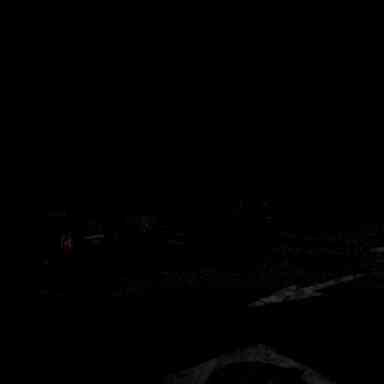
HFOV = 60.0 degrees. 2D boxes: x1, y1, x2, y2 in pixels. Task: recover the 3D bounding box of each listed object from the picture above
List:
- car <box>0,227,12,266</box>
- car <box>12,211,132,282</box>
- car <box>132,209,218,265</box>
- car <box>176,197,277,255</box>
[{"bbox_3d":[-6.799,1.362,8.207,4.553,1.767,2.185,-1,-1,34],"label":"car"},{"bbox_3d":[-4.290,1.358,9.922,4.553,1.767,2.185,-1,0,34],"label":"car"},{"bbox_3d":[-1.857,1.481,11.701,4.892,1.521,2.231,-1,-1,34],"label":"car"},{"bbox_3d":[0.578,1.225,13.461,5.566,2.045,2.435,-1,0,35],"label":"car"}]
